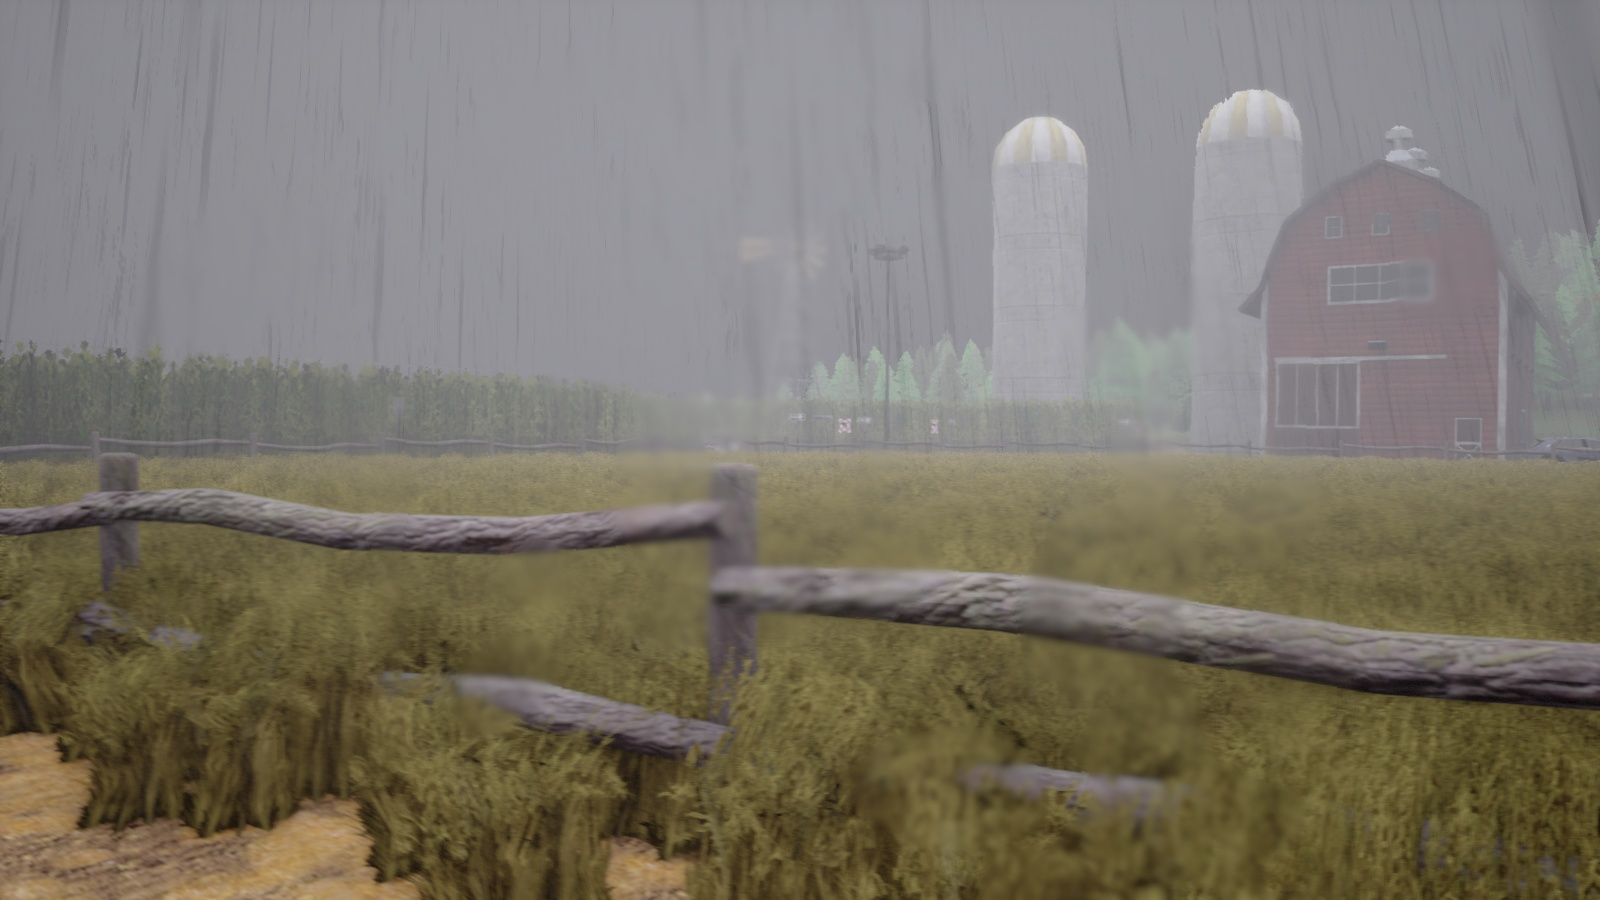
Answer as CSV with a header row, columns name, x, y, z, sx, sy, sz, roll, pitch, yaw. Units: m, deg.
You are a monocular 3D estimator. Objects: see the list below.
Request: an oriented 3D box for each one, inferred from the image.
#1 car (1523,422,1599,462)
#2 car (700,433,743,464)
name,x,y,z,sx,sy,sz,roll,pitch,yaw
car,32.629,-0.341,51.773,4.856,1.649,2.033,0,1,30
car,-3.837,-0.110,61.652,1.970,1.475,3.806,-1,1,-2
